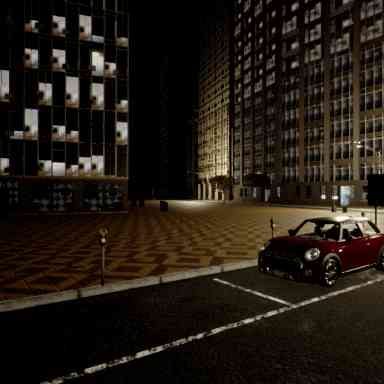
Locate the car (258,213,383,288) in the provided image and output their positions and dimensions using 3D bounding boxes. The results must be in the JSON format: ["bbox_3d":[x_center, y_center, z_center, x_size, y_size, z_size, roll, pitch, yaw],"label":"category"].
[{"bbox_3d":[3.710,1.439,9.208,4.097,1.590,1.967,0,0,-36],"label":"car"}]
